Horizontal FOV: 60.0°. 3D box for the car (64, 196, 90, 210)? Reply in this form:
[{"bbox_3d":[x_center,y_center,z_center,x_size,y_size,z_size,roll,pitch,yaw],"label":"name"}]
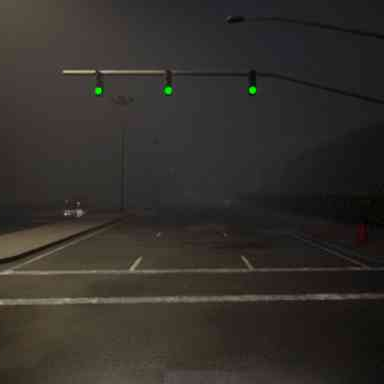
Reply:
[{"bbox_3d":[-14.961,1.296,43.498,2.097,1.767,4.553,0,0,0],"label":"car"}]
